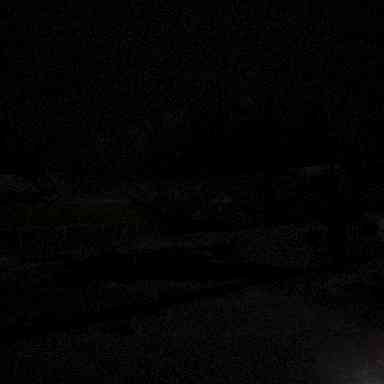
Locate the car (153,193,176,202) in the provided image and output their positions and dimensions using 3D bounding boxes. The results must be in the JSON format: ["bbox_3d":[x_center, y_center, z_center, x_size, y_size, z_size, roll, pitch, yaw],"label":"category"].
[{"bbox_3d":[-5.168,1.220,61.481,2.150,2.045,5.566,0,0,-35],"label":"car"}]

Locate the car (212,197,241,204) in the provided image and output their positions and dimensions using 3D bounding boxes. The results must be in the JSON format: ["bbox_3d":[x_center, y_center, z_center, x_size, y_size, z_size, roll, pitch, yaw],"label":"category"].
[{"bbox_3d":[4.844,1.421,46.984,1.882,1.535,5.008,0,0,-35],"label":"car"}]
